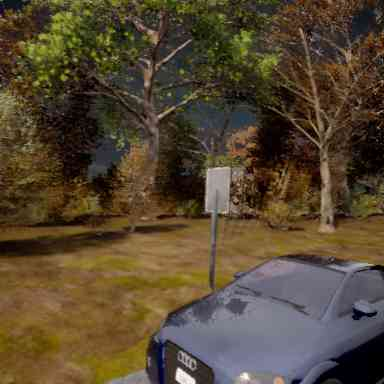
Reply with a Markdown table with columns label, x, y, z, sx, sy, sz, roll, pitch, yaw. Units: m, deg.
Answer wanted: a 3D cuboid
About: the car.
| label | x | y | z | sx | sy | sz | roll | pitch | yaw |
| --- | --- | --- | --- | --- | --- | --- | --- | --- | --- |
| car | 1.537 | 1.561 | 4.282 | 4.181 | 1.385 | 1.994 | 0 | 0 | -37 |
